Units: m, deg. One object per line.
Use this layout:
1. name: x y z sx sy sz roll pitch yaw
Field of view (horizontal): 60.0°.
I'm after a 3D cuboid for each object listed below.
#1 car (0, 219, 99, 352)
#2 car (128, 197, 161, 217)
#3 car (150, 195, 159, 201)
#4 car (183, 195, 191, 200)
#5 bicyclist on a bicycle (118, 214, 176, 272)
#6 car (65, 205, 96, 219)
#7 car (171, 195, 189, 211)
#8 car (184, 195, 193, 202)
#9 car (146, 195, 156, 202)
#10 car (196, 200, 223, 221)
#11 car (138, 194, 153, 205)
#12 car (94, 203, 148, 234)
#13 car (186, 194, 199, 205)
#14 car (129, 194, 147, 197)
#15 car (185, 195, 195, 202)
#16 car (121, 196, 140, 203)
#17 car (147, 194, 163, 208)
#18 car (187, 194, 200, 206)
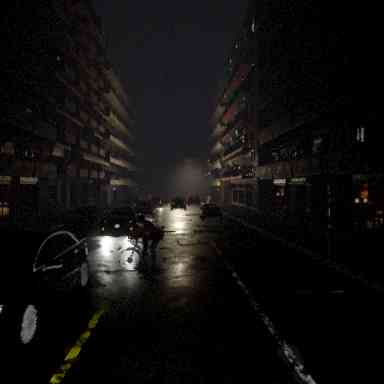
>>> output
1. car: -3.320 1.503 6.235 1.837 1.490 4.892 0 0 -3
2. car: -4.418 1.526 31.721 2.033 1.411 5.357 0 0 -2
3. car: -9.347 1.480 83.146 1.947 1.339 4.313 -1 0 -3
4. car: -1.479 1.461 94.893 1.947 1.339 4.313 -1 0 -3
5. bicyclist on a bicycle: -1.275 1.448 9.392 1.656 1.620 0.582 0 0 -3
6. car: -6.578 1.532 20.896 1.887 1.381 4.507 -1 0 -3
7. car: -1.659 1.496 41.057 1.812 1.442 4.674 0 0 -3
8. car: -0.753 1.490 77.916 1.947 1.339 4.313 -1 0 -3
9. car: -8.843 1.477 71.826 1.887 1.381 4.507 -1 0 -3
10. car: 1.507 1.565 26.987 1.802 1.307 4.206 -1 0 -3
11. car: -8.344 1.264 60.507 2.192 1.841 5.009 -1 0 -3
12. car: -3.874 1.554 18.844 1.994 1.385 4.181 0 0 -2
13. car: -0.008 1.264 60.939 2.192 1.841 5.009 -1 0 -3
14. car: -7.589 1.283 43.531 2.192 1.841 5.009 -1 0 -3
15. car: -0.507 1.478 72.257 1.887 1.381 4.507 -1 0 -3
16. car: -7.326 1.498 37.702 1.752 1.417 4.829 -1 0 -3
17. car: -5.150 1.468 47.427 1.837 1.490 4.892 0 0 -3
18. car: 0.244 1.271 55.279 2.192 1.841 5.009 -1 0 -3
